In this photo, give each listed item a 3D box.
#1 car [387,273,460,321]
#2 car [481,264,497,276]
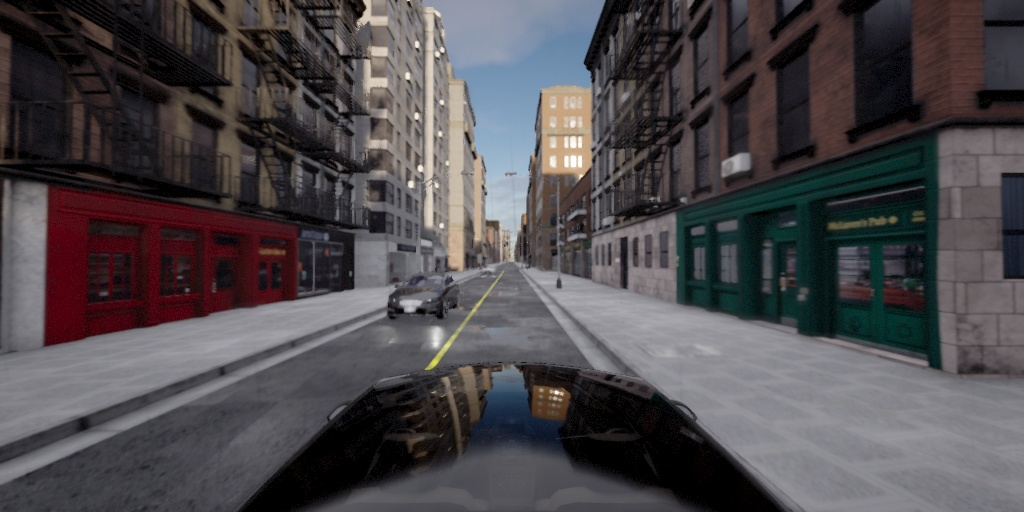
[{"bbox_3d":[-3.103,1.394,13.370,2.128,1.511,4.902,0,-1,0],"label":"car"},{"bbox_3d":[-3.107,1.883,48.798,1.812,1.442,4.674,0,0,0],"label":"car"}]
